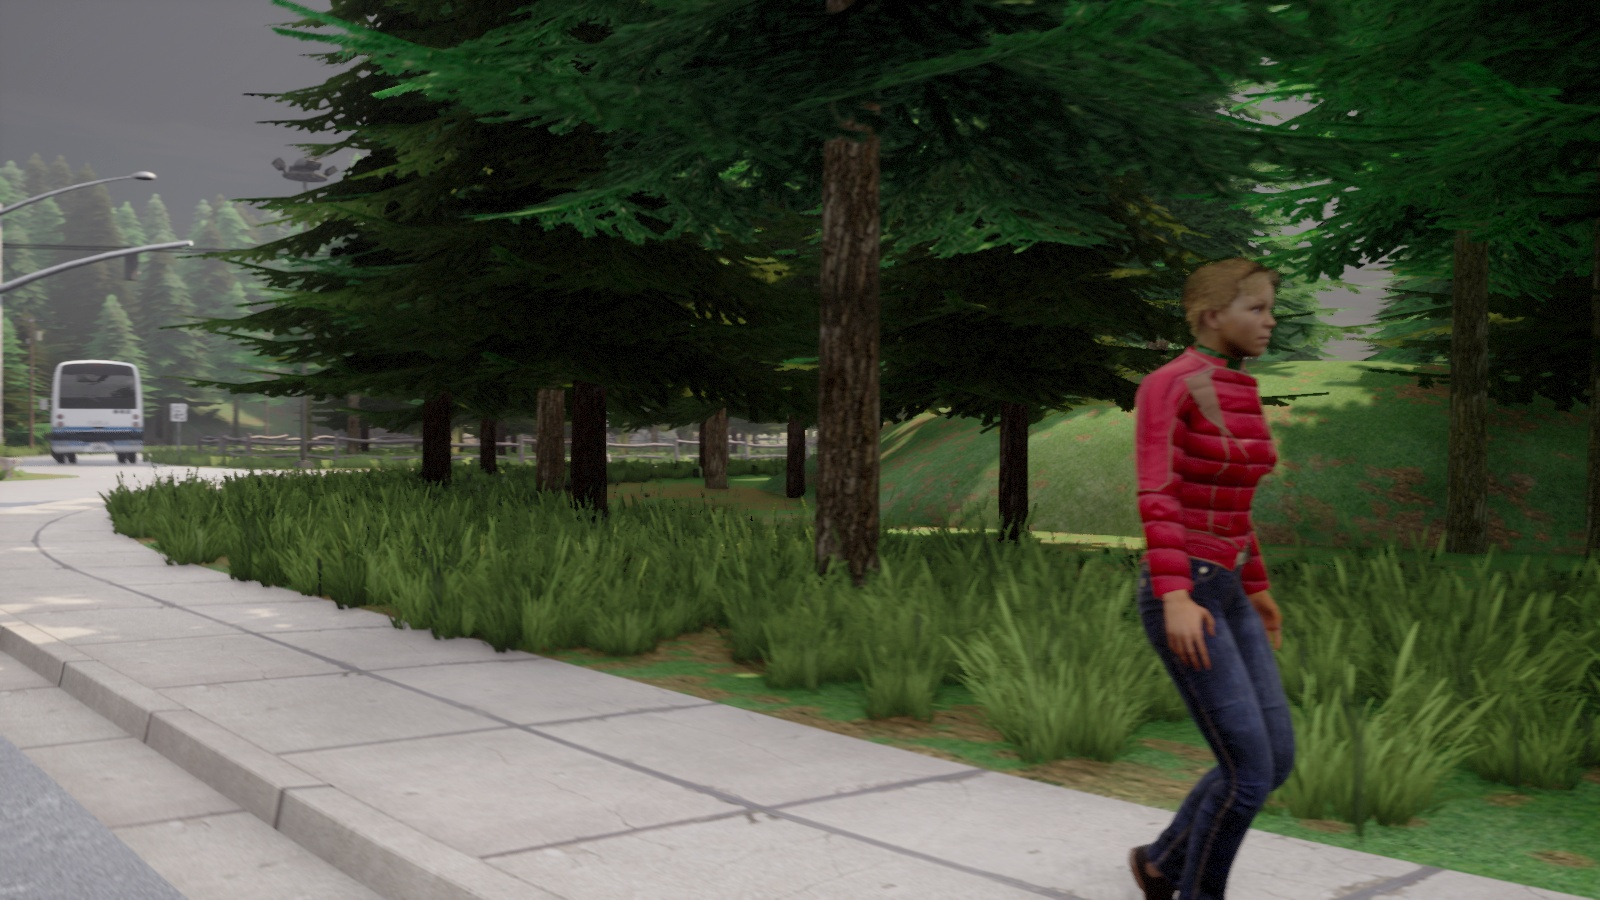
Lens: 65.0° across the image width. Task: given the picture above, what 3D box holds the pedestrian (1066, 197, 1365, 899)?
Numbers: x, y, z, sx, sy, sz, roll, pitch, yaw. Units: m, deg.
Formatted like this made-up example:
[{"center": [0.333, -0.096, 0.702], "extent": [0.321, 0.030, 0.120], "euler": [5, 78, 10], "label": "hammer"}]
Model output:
[{"center": [1.045, 0.348, 3.193], "extent": [0.636, 1.846, 0.331], "euler": [0, 1, 45], "label": "pedestrian"}]

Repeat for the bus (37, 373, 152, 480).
[{"center": [-31.205, -1.037, 55.357], "extent": [3.944, 4.253, 10.273], "euler": [-2, 1, -31], "label": "bus"}]
